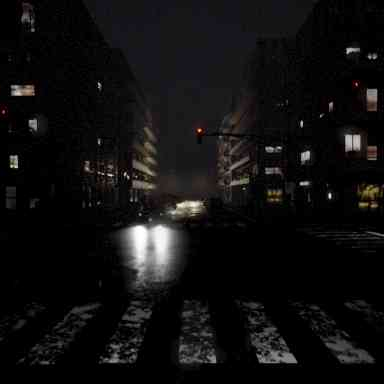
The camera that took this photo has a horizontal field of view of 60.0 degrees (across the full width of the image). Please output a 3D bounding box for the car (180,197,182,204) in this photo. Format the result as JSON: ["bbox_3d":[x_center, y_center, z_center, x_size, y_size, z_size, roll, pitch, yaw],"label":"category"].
[{"bbox_3d":[-2.961,1.373,62.915,2.097,1.767,4.553,0,0,0],"label":"car"}]

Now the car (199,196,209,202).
[{"bbox_3d":[2.763,1.584,77.693,2.008,1.369,4.403,0,0,0],"label":"car"}]

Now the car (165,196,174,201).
[{"bbox_3d":[-5.612,1.589,83.380,2.008,1.369,4.403,0,0,0],"label":"car"}]

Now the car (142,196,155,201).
[{"bbox_3d":[-5.655,1.533,37.752,1.752,1.417,4.829,0,0,0],"label":"car"}]

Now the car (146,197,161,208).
[{"bbox_3d":[-5.644,1.539,49.117,1.752,1.417,4.829,0,0,0],"label":"car"}]

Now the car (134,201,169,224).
[{"bbox_3d":[-2.930,1.605,24.899,1.895,1.301,4.718,0,0,-3],"label":"car"}]

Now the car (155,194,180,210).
[{"bbox_3d":[-3.058,1.234,42.595,2.150,2.045,5.566,0,0,0],"label":"car"}]

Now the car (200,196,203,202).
[{"bbox_3d":[2.742,1.598,54.963,1.802,1.307,4.206,0,0,0],"label":"car"}]

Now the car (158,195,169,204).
[{"bbox_3d":[-5.628,1.464,66.335,1.967,1.590,4.097,0,0,0],"label":"car"}]

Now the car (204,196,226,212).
[{"bbox_3d":[2.726,1.448,37.916,1.967,1.590,4.097,0,0,0],"label":"car"}]

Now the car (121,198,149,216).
[{"bbox_3d":[-5.660,1.572,32.239,1.947,1.339,4.313,0,0,0],"label":"car"}]

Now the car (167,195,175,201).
[{"bbox_3d":[-5.607,1.594,89.063,2.008,1.369,4.403,0,0,0],"label":"car"}]

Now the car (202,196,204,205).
[{"bbox_3d":[2.731,1.451,43.598,1.967,1.590,4.097,0,0,0],"label":"car"}]

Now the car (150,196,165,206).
[{"bbox_3d":[-5.638,1.457,54.969,1.967,1.590,4.097,0,0,0],"label":"car"}]

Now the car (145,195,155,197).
[{"bbox_3d":[-5.649,1.326,43.604,2.192,1.841,5.009,0,0,0],"label":"car"}]
